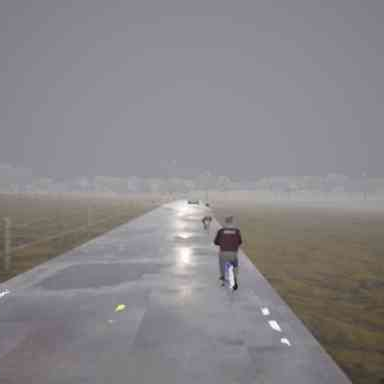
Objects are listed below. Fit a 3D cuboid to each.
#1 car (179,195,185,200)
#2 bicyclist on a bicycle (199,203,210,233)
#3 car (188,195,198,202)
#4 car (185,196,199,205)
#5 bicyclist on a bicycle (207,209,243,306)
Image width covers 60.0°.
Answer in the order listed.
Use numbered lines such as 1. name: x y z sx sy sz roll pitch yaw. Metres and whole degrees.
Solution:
1. car: -2.498 1.586 91.330 2.033 1.411 5.357 0 0 0
2. bicyclist on a bicycle: 0.802 1.393 17.453 0.866 1.612 1.509 0 0 0
3. car: 0.191 1.489 73.762 2.033 1.411 5.357 0 0 0
4. car: 0.229 1.471 57.267 1.994 1.385 4.181 0 0 1
5. bicyclist on a bicycle: 0.758 1.351 7.092 0.659 1.776 1.843 0 0 0
